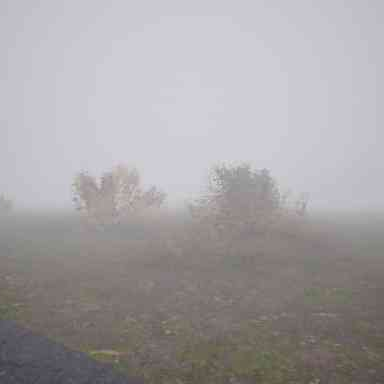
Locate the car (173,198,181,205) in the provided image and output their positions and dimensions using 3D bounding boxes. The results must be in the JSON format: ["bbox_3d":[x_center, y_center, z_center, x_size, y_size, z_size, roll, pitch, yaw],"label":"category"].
[{"bbox_3d":[-2.237,2.120,74.084,1.882,1.535,5.008,-1,-1,36],"label":"car"}]
